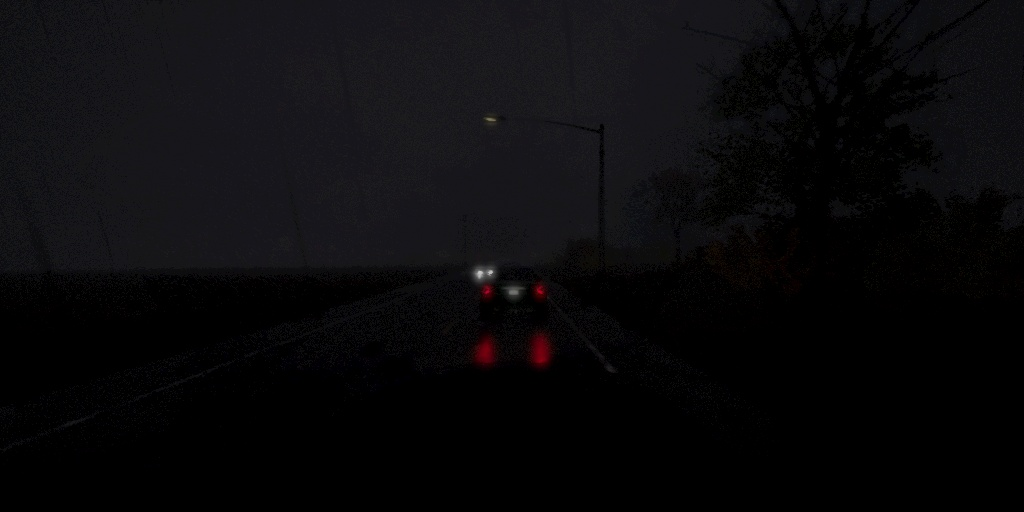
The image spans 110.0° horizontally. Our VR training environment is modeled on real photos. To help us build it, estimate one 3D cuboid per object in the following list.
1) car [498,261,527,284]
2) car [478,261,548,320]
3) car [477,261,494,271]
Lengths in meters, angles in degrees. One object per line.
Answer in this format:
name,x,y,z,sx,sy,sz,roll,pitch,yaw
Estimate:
car,0.058,1.228,28.145,2.128,1.511,4.902,0,0,0
car,0.061,1.095,12.702,2.097,1.767,4.553,0,0,0
car,-3.602,1.309,49.664,1.895,1.301,4.718,0,0,0
